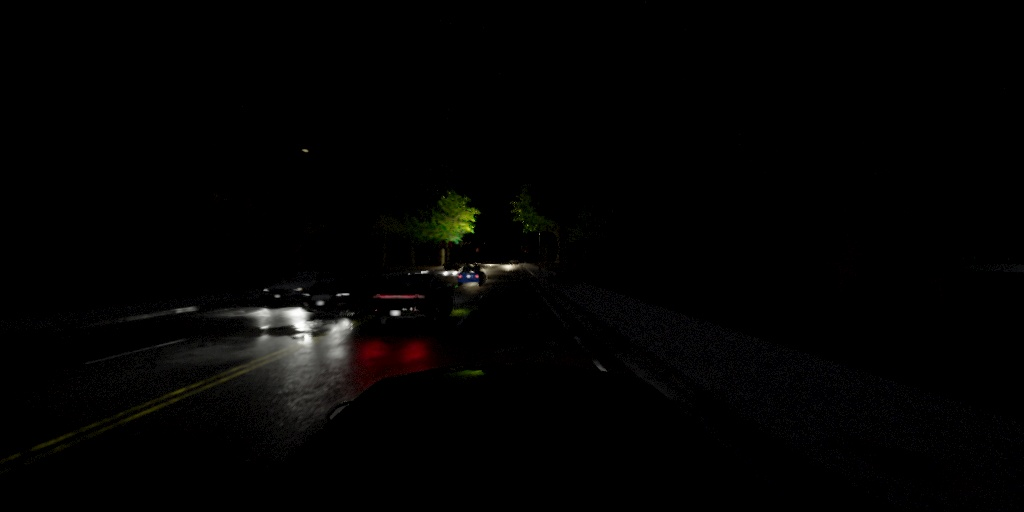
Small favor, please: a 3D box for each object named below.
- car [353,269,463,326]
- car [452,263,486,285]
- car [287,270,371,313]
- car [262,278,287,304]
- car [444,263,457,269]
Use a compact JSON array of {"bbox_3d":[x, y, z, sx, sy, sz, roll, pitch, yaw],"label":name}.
[{"bbox_3d":[-3.154,1.350,12.126,2.128,1.511,4.902,0,-1,0],"label":"car"},{"bbox_3d":[-3.153,1.543,28.544,2.033,1.411,5.357,0,0,0],"label":"car"},{"bbox_3d":[-6.600,1.374,14.790,2.128,1.511,4.902,0,-1,0],"label":"car"},{"bbox_3d":[-9.863,1.432,17.411,1.812,1.442,4.674,0,-1,0],"label":"car"},{"bbox_3d":[-9.802,1.770,58.552,1.895,1.301,4.718,0,0,1],"label":"car"}]
